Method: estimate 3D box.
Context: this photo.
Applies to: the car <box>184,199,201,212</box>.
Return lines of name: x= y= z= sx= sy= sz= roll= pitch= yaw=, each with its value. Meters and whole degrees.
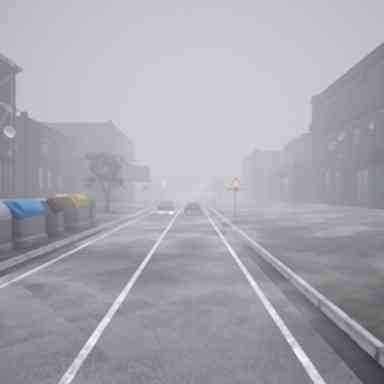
car: x=0.102 y=1.544 z=39.160 sx=1.812 sy=1.442 sz=4.674 roll=0 pitch=0 yaw=0

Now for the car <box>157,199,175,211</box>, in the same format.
car: x=-3.079 y=1.583 z=40.367 sx=1.994 sy=1.385 sz=4.181 roll=0 pitch=0 yaw=0
